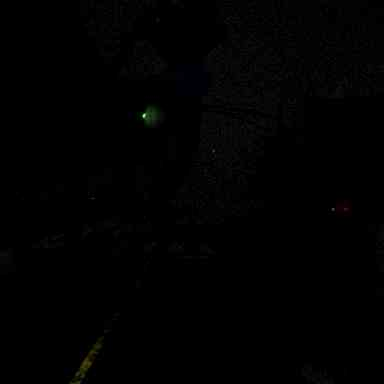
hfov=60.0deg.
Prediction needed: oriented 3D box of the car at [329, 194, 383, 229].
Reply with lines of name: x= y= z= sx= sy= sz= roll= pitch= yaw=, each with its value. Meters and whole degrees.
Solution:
car: x=11.421 y=1.143 z=20.566 sx=5.566 sy=2.045 sz=2.150 roll=0 pitch=-1 yaw=0
